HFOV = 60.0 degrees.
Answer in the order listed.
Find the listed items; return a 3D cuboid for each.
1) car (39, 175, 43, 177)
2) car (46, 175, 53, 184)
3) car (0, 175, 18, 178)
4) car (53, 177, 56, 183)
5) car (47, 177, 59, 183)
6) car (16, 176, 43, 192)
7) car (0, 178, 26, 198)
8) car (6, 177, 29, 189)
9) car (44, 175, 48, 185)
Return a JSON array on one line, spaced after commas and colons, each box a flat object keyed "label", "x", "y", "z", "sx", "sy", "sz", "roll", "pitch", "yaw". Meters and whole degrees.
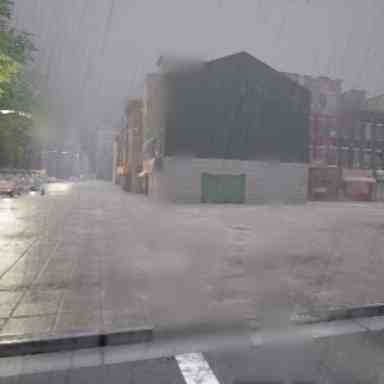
[{"label": "car", "x": -26.975, "y": -1.804, "z": 56.336, "sx": 1.967, "sy": 1.590, "sz": 4.097, "roll": 2, "pitch": 2, "yaw": -16}, {"label": "car", "x": -29.950, "y": -2.449, "z": 66.805, "sx": 2.192, "sy": 1.841, "sz": 5.009, "roll": 2, "pitch": 2, "yaw": -16}, {"label": "car", "x": -22.497, "y": -1.131, "z": 40.624, "sx": 2.192, "sy": 1.841, "sz": 5.009, "roll": 2, "pitch": 2, "yaw": -16}, {"label": "car", "x": -31.452, "y": -2.471, "z": 72.048, "sx": 2.008, "sy": 1.369, "sz": 4.403, "roll": 2, "pitch": 2, "yaw": -16}, {"label": "car", "x": -34.434, "y": -2.974, "z": 82.521, "sx": 2.008, "sy": 1.369, "sz": 4.403, "roll": 2, "pitch": 2, "yaw": -16}, {"label": "car", "x": -19.914, "y": -0.851, "z": 40.918, "sx": 1.812, "sy": 1.442, "sz": 4.674, "roll": 1, "pitch": 3, "yaw": -16}, {"label": "car", "x": -16.992, "y": -0.310, "z": 30.494, "sx": 1.812, "sy": 1.442, "sz": 4.674, "roll": 1, "pitch": 3, "yaw": -16}, {"label": "car", "x": -23.994, "y": -1.275, "z": 45.865, "sx": 1.967, "sy": 1.590, "sz": 4.097, "roll": 2, "pitch": 2, "yaw": -16}, {"label": "car", "x": -28.424, "y": -1.972, "z": 61.413, "sx": 1.752, "sy": 1.417, "sz": 4.829, "roll": 2, "pitch": 2, "yaw": -16}]
